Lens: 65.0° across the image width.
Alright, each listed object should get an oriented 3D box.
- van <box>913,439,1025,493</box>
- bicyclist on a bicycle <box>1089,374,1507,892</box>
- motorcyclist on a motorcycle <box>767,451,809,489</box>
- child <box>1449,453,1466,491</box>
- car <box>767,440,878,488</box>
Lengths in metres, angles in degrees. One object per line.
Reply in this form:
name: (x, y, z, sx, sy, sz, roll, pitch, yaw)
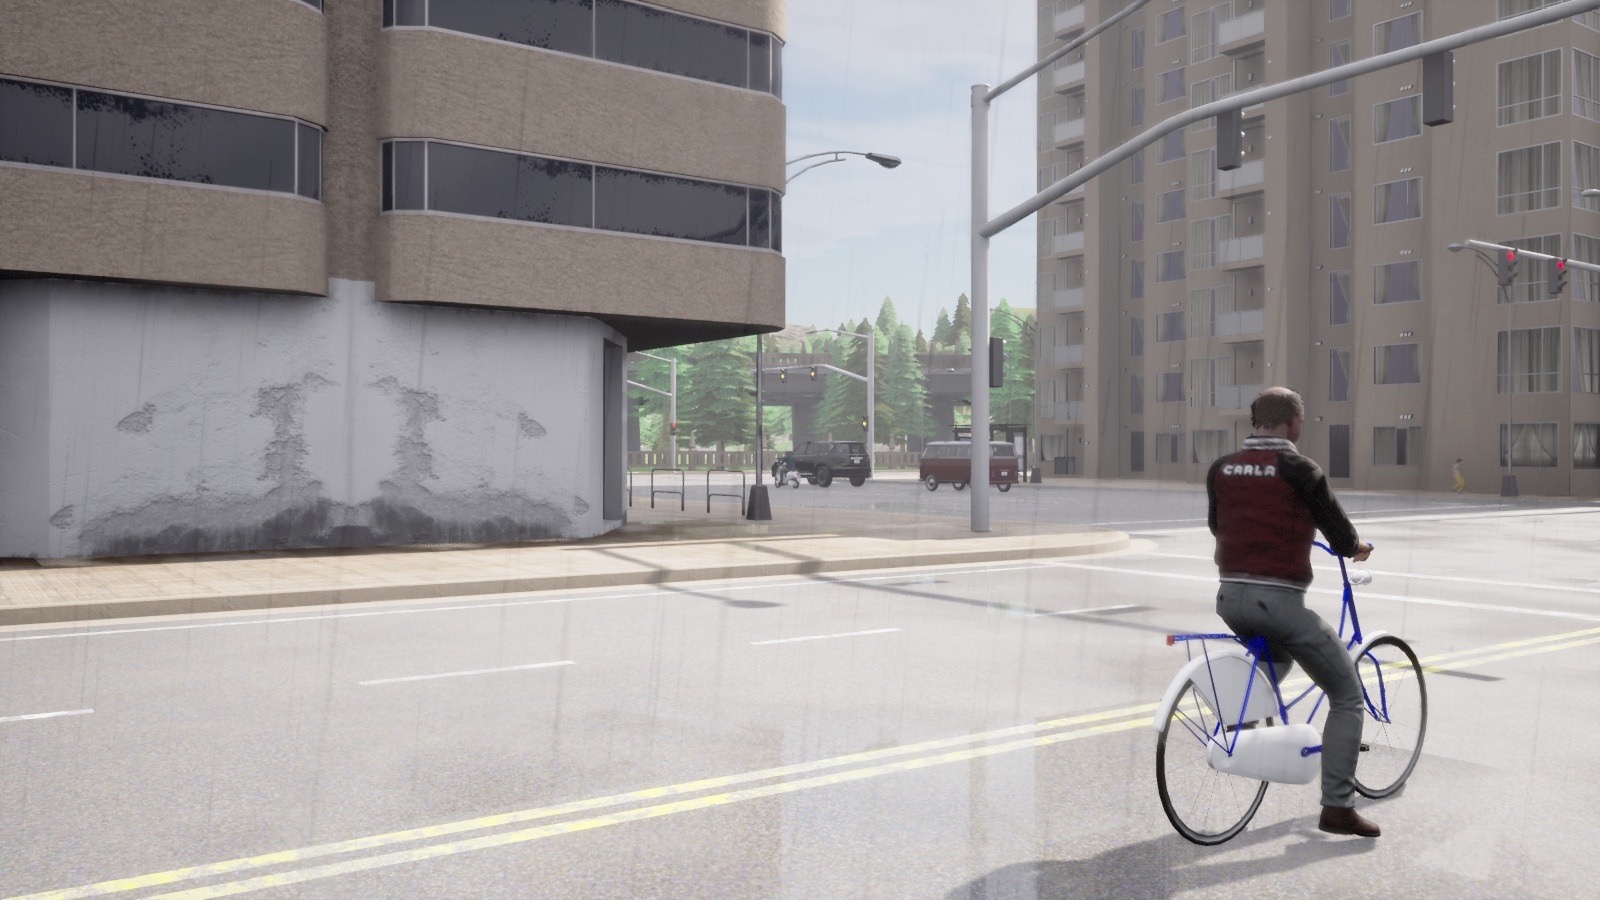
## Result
van: (6.528, 0.604, 49.071, 1.775, 1.987, 4.442, 0, 0, -35)
bicyclist on a bicycle: (2.064, 0.623, 5.099, 1.843, 1.776, 0.659, 0, 0, -35)
motorcyclist on a motorcycle: (-0.524, 0.829, 52.943, 0.866, 1.590, 1.817, 0, 0, -35)
child: (22.362, 0.740, 42.715, 0.270, 1.263, 0.437, 0, 0, -34)
car: (0.952, 0.601, 56.902, 2.150, 2.045, 5.566, 0, 0, -35)
